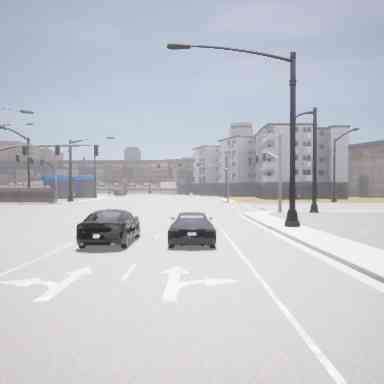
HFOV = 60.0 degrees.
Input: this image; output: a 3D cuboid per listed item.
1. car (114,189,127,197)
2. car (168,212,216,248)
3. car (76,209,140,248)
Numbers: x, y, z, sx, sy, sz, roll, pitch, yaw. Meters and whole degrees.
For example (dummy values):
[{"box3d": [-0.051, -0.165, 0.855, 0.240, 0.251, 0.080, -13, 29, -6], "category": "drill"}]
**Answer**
[{"box3d": [-18.606, 0.192, 86.088, 2.150, 2.045, 5.566, -1, 1, -29], "category": "car"}, {"box3d": [0.000, 1.565, 14.652, 1.994, 1.385, 4.181, 0, 0, 0], "category": "car"}, {"box3d": [-3.500, 1.477, 14.652, 1.882, 1.535, 5.008, 0, 0, 0], "category": "car"}]
